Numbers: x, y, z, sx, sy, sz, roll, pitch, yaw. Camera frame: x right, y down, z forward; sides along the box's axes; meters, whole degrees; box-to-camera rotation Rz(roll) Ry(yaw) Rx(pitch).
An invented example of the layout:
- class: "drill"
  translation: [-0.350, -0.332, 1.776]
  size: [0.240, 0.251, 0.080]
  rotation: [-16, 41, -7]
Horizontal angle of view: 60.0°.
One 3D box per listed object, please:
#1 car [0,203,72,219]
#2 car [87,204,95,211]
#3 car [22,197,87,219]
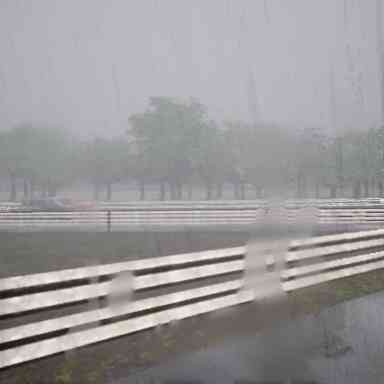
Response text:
- class: "car"
  translation: [-13.350, 1.958, 27.900]
  size: [5.357, 1.411, 2.033]
  rotation: [-1, 1, 4]
- class: "car"
  translation: [-13.096, 1.595, 34.889]
  size: [5.566, 2.045, 2.150]
  rotation: [-1, 1, 4]
- class: "car"
  translation: [-13.353, 1.633, 31.399]
  size: [5.566, 2.045, 2.150]
  rotation: [-1, 1, 5]
